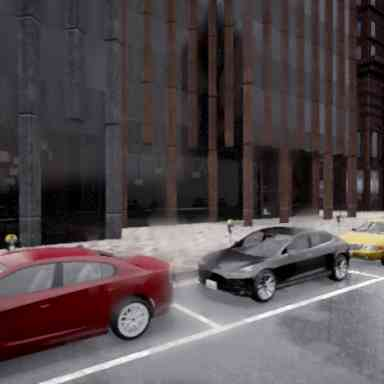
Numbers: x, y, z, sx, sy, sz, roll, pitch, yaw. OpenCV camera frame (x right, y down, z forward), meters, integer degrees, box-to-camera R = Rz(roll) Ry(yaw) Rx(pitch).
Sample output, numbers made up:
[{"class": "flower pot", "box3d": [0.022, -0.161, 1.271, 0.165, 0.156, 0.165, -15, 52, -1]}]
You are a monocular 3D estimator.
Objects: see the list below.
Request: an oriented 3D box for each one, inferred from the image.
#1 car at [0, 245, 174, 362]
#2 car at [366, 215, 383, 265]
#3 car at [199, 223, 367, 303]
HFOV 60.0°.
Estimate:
[{"class": "car", "box3d": [-2.411, 1.543, 4.929, 4.507, 1.381, 1.887, 0, 0, -36]}, {"class": "car", "box3d": [6.628, 1.505, 11.377, 4.829, 1.417, 1.752, 0, 0, -36]}, {"class": "car", "box3d": [2.178, 1.554, 8.202, 4.313, 1.339, 1.947, 0, 0, -36]}]
